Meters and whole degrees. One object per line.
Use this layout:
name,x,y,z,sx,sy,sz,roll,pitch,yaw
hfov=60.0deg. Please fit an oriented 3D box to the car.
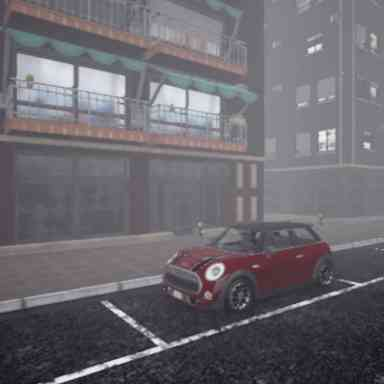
car,1.354,1.437,7.526,4.097,1.590,1.967,0,0,-35
